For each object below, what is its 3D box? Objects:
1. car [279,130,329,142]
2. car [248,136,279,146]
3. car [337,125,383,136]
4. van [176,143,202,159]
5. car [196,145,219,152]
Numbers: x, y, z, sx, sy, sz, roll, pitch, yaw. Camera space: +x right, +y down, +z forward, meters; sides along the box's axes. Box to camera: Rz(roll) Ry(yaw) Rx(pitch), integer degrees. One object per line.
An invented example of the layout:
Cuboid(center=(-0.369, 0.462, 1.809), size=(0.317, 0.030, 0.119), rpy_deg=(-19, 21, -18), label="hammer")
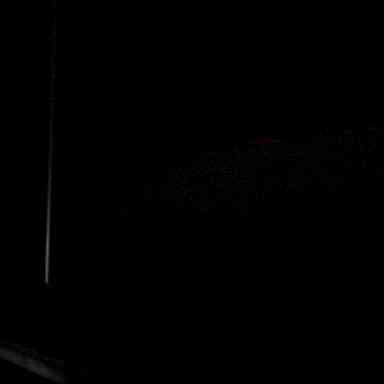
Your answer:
Cuboid(center=(11.274, -5.183, 32.323), size=(2.185, 1.767, 4.553), rpy_deg=(1, 2, -33), label="car")
Cuboid(center=(8.299, -5.409, 36.968), size=(2.185, 1.767, 4.553), rpy_deg=(1, 2, -33), label="car")
Cuboid(center=(14.328, -4.780, 27.552), size=(2.002, 1.452, 4.674), rpy_deg=(1, 2, -33), label="car")
Cuboid(center=(-0.546, -6.160, 50.776), size=(1.878, 1.987, 4.442), rpy_deg=(1, 2, -33), label="van")
Cuboid(center=(2.356, -5.724, 46.239), size=(2.231, 1.521, 4.892), rpy_deg=(1, 2, -33), label="car")
